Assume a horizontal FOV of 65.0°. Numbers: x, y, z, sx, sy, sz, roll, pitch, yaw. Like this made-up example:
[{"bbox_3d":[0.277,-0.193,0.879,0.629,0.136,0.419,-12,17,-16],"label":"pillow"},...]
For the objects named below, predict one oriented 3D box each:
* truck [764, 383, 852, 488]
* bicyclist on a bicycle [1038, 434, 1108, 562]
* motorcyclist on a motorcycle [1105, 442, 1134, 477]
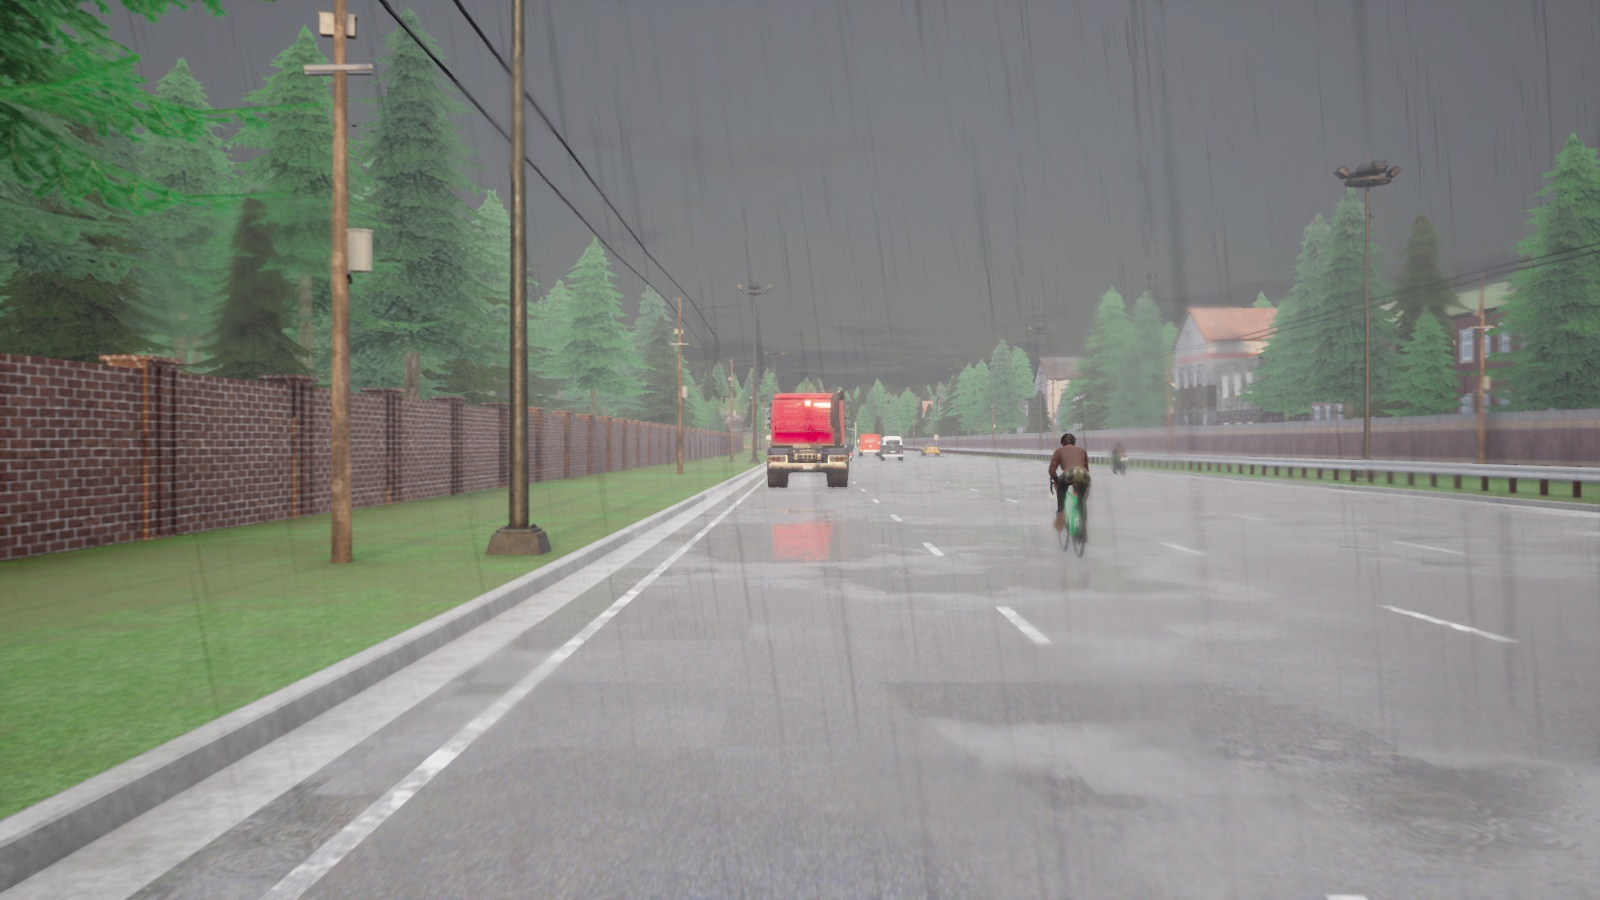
[{"bbox_3d":[0.275,-0.491,45.338,2.891,3.462,7.936,0,0,0],"label":"truck"},{"bbox_3d":[3.611,0.608,16.740,0.582,1.620,1.656,0,0,0],"label":"bicyclist on a bicycle"},{"bbox_3d":[14.338,0.422,56.415,0.797,1.523,2.044,0,0,0],"label":"motorcyclist on a motorcycle"}]
